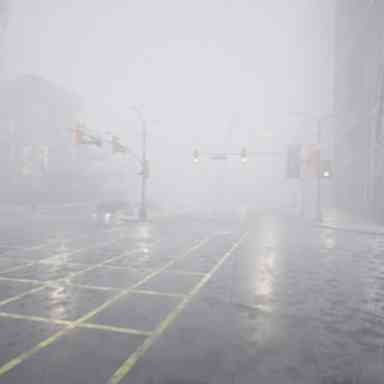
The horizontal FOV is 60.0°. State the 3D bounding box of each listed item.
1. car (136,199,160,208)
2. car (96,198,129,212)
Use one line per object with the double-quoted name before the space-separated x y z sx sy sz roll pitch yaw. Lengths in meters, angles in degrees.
"car" -6.276 1.591 47.475 1.895 1.301 4.718 1 0 15
"car" -8.872 1.424 37.596 1.882 1.535 5.008 1 0 17
